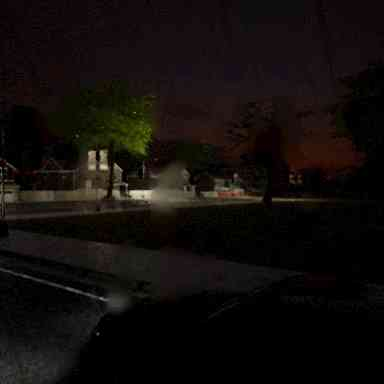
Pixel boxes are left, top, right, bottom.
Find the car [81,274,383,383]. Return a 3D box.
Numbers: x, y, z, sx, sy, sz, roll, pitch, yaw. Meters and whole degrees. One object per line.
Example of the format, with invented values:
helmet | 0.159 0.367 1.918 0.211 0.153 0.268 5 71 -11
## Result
car | 1.015 1.519 2.955 4.674 1.442 1.812 1 0 35
